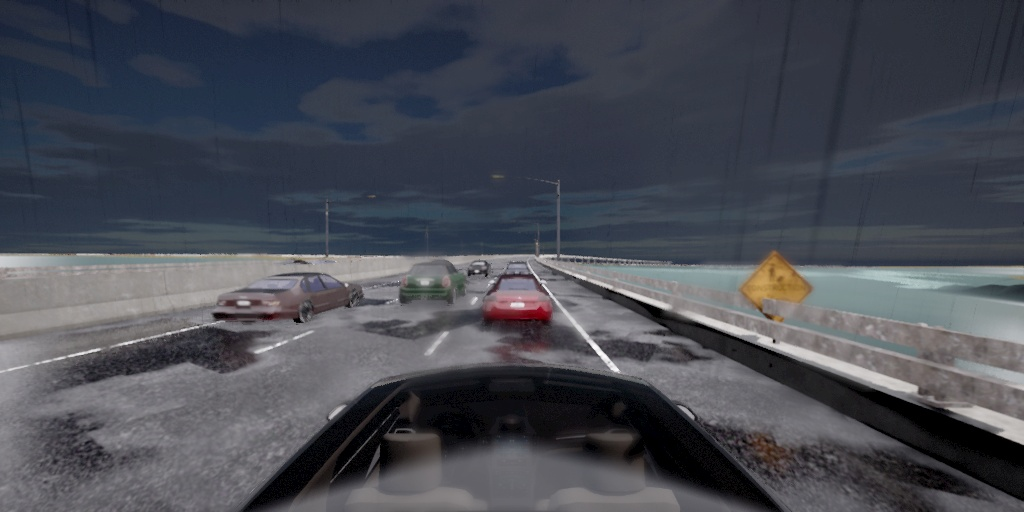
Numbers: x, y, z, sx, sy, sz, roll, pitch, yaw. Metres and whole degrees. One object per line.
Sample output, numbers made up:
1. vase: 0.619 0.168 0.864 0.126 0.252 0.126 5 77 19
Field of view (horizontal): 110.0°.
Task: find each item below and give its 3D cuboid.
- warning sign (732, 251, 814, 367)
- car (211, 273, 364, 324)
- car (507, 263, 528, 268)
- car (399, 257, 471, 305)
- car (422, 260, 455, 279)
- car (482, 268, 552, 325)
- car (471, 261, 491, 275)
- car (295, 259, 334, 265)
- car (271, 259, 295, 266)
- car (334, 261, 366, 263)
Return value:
1. warning sign: 4.588 0.847 6.229 1.300 1.860 1.060 0 0 1
2. car: -6.813 1.253 11.689 2.033 1.411 5.357 0 0 1
3. car: 0.405 1.186 26.563 2.033 1.411 5.357 0 0 1
4. car: -3.254 1.040 15.672 2.097 1.767 4.553 0 0 1
5. car: -6.482 1.115 32.154 1.837 1.490 4.892 0 0 1
6. car: 0.182 1.272 11.612 1.994 1.385 4.181 0 0 1
7. car: -2.962 1.132 33.026 1.812 1.442 4.674 0 0 1
8. car: -20.542 1.124 38.783 2.033 1.411 5.357 0 0 1
9. car: -24.034 1.080 38.881 1.837 1.490 4.892 0 0 1
10. car: -17.031 1.176 39.106 1.895 1.301 4.718 0 0 1
